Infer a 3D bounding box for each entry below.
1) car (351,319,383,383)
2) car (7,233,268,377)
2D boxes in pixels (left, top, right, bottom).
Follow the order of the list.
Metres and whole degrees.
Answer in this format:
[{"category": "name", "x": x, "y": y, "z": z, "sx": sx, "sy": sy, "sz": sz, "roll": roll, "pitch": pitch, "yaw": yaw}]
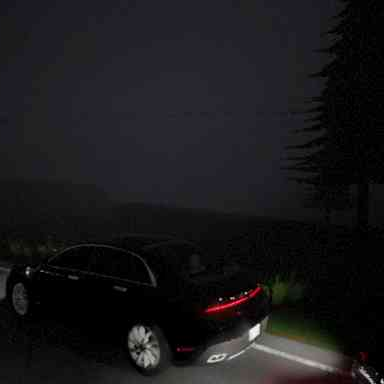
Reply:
[{"category": "car", "x": 3.680, "y": 1.538, "z": 2.044, "sx": 4.892, "sy": 1.490, "sz": 1.837, "roll": 1, "pitch": 0, "yaw": 36}, {"category": "car", "x": -1.196, "y": 1.457, "z": 5.540, "sx": 4.892, "sy": 1.490, "sz": 1.837, "roll": 1, "pitch": 0, "yaw": 36}]
